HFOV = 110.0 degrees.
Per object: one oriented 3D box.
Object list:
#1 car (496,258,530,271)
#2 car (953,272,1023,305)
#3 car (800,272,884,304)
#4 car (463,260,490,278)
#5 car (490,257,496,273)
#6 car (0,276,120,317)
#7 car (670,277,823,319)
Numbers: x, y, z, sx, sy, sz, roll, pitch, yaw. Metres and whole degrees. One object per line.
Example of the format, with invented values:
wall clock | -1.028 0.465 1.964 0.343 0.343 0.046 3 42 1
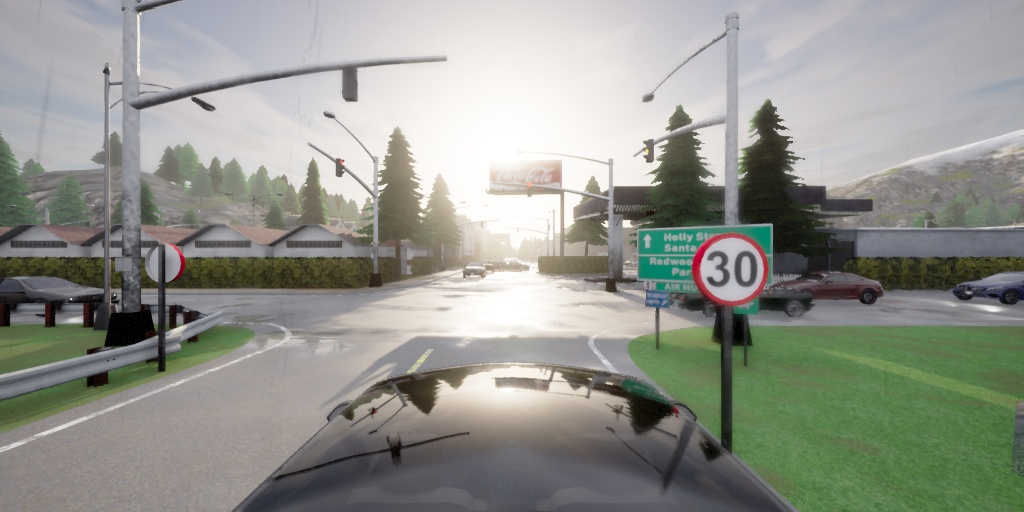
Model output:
car | -0.111 1.427 50.863 5.357 1.411 2.033 0 1 0
car | 23.935 1.467 16.928 4.674 1.442 1.812 0 0 1
car | 14.802 1.467 17.022 4.674 1.442 1.812 0 0 0
car | -3.459 1.291 33.806 1.812 1.442 4.674 1 -1 1
car | -3.184 1.269 44.097 1.882 1.535 5.008 0 -1 -3
car | -18.502 1.489 13.733 5.357 1.411 2.033 0 0 1
car | 8.378 1.546 13.418 4.718 1.301 1.895 0 0 1
